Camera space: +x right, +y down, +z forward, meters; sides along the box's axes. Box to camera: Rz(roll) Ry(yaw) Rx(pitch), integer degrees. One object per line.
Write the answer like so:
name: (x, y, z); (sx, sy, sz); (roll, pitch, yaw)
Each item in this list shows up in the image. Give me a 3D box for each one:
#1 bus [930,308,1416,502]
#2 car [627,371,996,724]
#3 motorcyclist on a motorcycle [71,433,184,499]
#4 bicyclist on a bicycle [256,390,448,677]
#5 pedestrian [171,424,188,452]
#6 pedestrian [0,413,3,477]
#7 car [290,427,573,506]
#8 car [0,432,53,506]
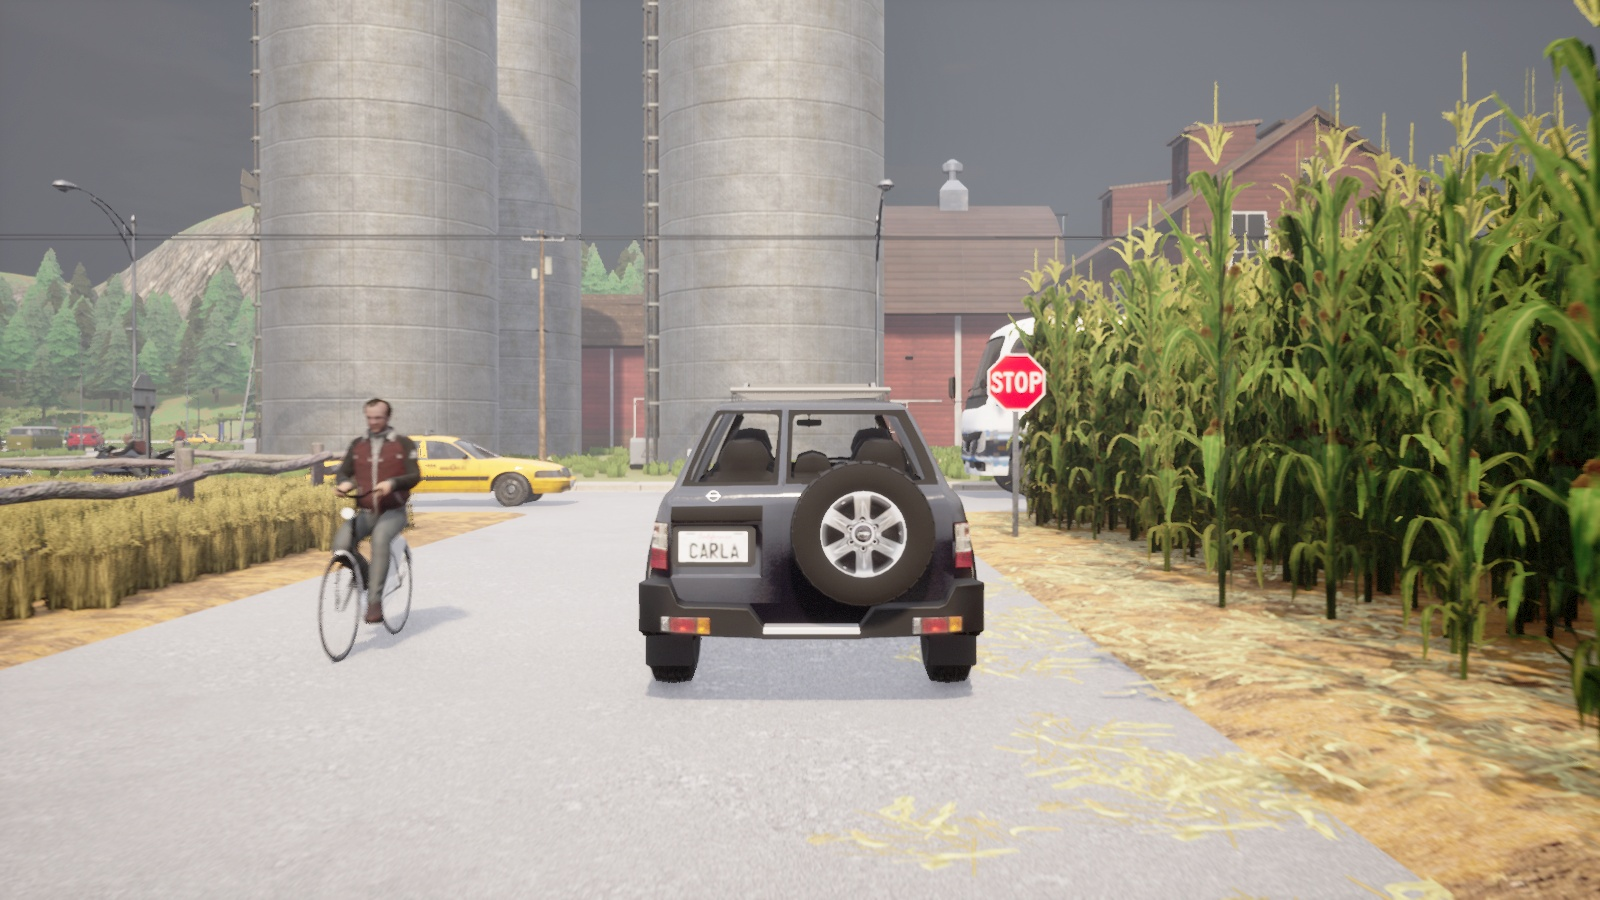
bus: (8.380, -1.029, 29.580); (10.273, 4.253, 3.944); (0, 1, 1)
car: (0.066, 0.458, 8.885); (1.932, 1.855, 4.605); (0, 1, 0)
motorcyclist on a motorcycle: (-15.869, 0.363, 29.677); (2.191, 1.530, 0.866); (0, 1, 0)
bicyclist on a bicycle: (-3.032, 0.509, 8.700); (0.659, 1.776, 1.843); (0, 1, 0)
pedestrian: (-40.893, -0.801, 82.738); (0.634, 1.844, 0.899); (0, 1, 0)
pedestrian: (-24.701, -0.146, 38.163); (0.423, 1.949, 0.788); (0, 1, 6)
car: (-7.578, 0.323, 26.153); (5.366, 1.575, 1.801); (0, 1, 0)
car: (-18.625, 0.376, 26.189); (4.792, 1.488, 2.163); (0, 1, 0)
